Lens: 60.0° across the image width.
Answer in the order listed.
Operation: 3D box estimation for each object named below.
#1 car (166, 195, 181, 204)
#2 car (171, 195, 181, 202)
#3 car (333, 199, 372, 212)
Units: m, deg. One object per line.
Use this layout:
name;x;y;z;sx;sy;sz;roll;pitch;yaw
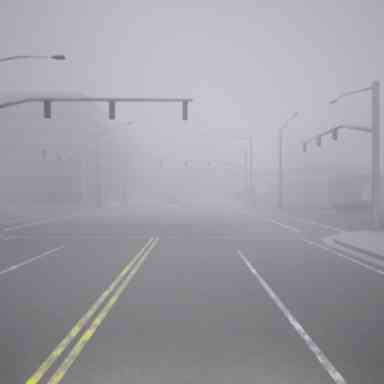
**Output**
car;-3.574;1.420;60.404;2.128;1.511;4.902;0;0;1
car;-3.546;1.450;75.720;2.033;1.411;5.357;0;0;0
car;17.956;1.515;37.031;4.181;1.385;1.994;0;0;0
